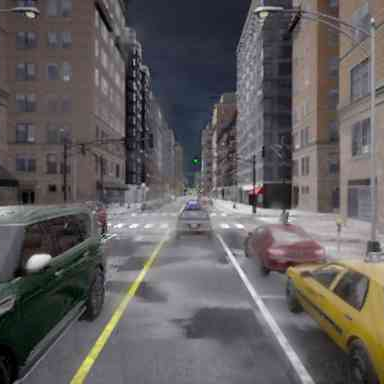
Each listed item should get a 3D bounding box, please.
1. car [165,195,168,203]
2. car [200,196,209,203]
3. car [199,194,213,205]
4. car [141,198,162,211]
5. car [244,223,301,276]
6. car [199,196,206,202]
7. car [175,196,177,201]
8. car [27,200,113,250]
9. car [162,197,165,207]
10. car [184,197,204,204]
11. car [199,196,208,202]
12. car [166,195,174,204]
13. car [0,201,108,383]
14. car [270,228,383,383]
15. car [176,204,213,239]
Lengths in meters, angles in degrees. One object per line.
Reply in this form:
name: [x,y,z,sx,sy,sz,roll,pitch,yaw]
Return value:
car: [-5.347,1.648,52.727,1.752,1.417,4.829,0,0,0]
car: [2.694,1.705,74.701,1.887,1.381,4.507,0,0,0]
car: [2.682,1.570,58.338,1.967,1.590,4.097,0,0,0]
car: [-5.355,1.651,41.989,2.008,1.369,4.403,0,0,0]
car: [2.646,1.605,10.098,1.802,1.307,4.206,0,0,0]
car: [2.703,1.706,85.779,1.752,1.417,4.829,0,0,0]
car: [-5.319,1.720,90.904,1.752,1.417,4.829,0,0,0]
car: [-5.375,1.354,15.526,2.192,1.841,5.009,0,0,0]
car: [-5.351,1.656,47.443,1.887,1.381,4.507,0,0,0]
car: [0.127,1.612,37.282,1.812,1.442,4.674,0,0,0]
car: [2.698,1.721,80.155,2.008,1.369,4.403,0,0,0]
car: [-5.335,1.720,69.259,1.947,1.339,4.313,0,0,0]
car: [-2.745,1.234,4.398,2.150,2.045,5.566,0,0,0]
car: [2.642,1.536,4.855,1.752,1.417,4.829,0,0,0]
car: [0.107,1.589,17.617,2.033,1.411,5.357,0,0,0]
